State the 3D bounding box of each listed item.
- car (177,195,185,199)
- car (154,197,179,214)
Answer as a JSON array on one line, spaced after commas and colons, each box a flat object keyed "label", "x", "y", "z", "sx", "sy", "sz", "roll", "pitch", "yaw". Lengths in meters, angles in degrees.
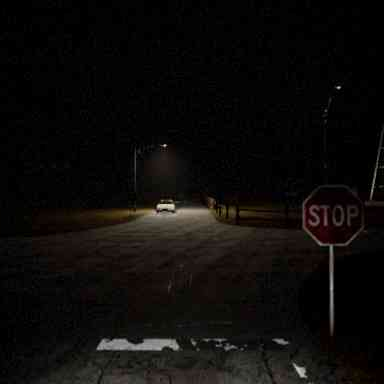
[{"label": "car", "x": -2.549, "y": 1.378, "z": 78.700, "sx": 1.812, "sy": 1.442, "sz": 4.674, "roll": 0, "pitch": 0, "yaw": 0}, {"label": "car", "x": -2.658, "y": 1.558, "z": 34.839, "sx": 1.812, "sy": 1.442, "sz": 4.674, "roll": 0, "pitch": 1, "yaw": 0}]
